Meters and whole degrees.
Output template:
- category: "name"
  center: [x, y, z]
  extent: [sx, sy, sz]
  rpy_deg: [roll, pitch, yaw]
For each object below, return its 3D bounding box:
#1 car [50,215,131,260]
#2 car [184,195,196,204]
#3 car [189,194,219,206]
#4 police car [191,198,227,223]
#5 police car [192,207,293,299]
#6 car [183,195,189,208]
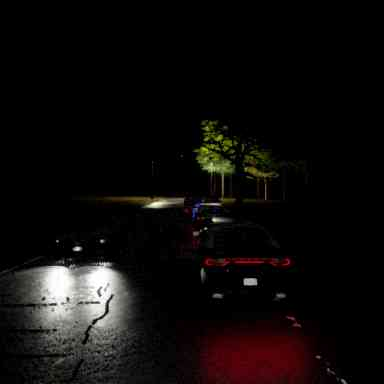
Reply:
- category: "car"
  center: [-3.502, 1.548, 12.184]
  extent: [1.994, 1.385, 4.181]
  rpy_deg: [0, 0, 0]
- category: "car"
  center: [-0.316, 1.301, 59.609]
  extent: [2.033, 1.411, 5.357]
  rpy_deg: [0, 0, -1]
- category: "car"
  center: [1.025, 1.168, 24.528]
  extent: [2.150, 2.045, 5.566]
  rpy_deg: [0, 0, 0]
- category: "police car"
  center: [1.044, 1.391, 18.606]
  extent: [1.930, 1.638, 5.238]
  rpy_deg: [0, 0, 0]
- category: "police car"
  center: [1.056, 1.416, 8.600]
  extent: [1.930, 1.638, 5.238]
  rpy_deg: [0, 0, 0]
- category: "car"
  center: [-0.135, 1.327, 45.200]
  extent: [2.128, 1.511, 4.902]
  rpy_deg: [0, 0, 0]
